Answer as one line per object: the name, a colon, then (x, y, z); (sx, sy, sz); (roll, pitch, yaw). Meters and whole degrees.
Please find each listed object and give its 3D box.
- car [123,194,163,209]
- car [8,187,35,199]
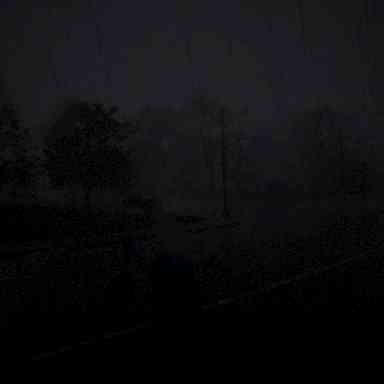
car: (-4.978, 0.946, 33.204); (4.674, 1.442, 1.812); (1, 3, 38)
car: (-24.960, 0.067, 48.647); (4.553, 1.767, 2.097); (3, 4, 38)
